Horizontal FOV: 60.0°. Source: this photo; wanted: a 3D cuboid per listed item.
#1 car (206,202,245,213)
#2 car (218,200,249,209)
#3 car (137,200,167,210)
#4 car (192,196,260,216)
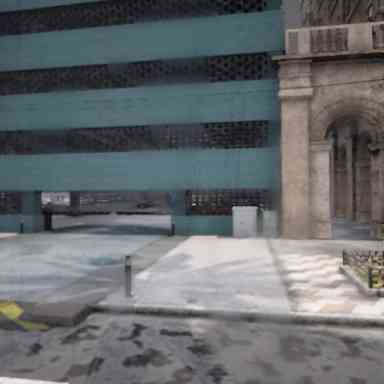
[{"bbox_3d":[4.214,1.919,41.579,4.718,1.301,1.895,0,-1,10],"label":"car"},{"bbox_3d":[6.566,1.988,52.946,4.786,1.482,2.161,0,-1,10],"label":"car"},{"bbox_3d":[-6.150,1.937,50.928,4.674,1.452,2.002,0,-1,10],"label":"car"},{"bbox_3d":[1.935,1.286,23.208,5.566,2.045,2.435,0,-1,10],"label":"car"}]
